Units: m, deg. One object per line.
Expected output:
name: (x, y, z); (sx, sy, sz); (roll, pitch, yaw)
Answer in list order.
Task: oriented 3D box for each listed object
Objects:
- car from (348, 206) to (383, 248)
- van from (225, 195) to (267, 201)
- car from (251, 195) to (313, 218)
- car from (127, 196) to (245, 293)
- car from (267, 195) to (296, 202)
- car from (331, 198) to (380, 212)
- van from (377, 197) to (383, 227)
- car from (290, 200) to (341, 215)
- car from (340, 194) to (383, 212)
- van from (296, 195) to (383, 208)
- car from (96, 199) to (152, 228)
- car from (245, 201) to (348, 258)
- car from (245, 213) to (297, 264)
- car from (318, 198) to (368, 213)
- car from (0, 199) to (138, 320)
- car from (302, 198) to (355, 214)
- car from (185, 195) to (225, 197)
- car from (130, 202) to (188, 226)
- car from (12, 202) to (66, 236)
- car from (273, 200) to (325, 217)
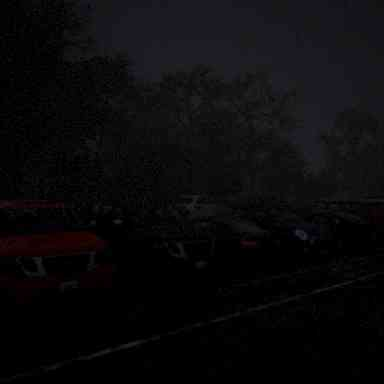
car: (5.428, 1.529, 14.405); (2.231, 1.521, 4.892); (0, 0, -36)
van: (4.129, 1.336, 29.708); (1.878, 1.987, 4.442); (0, 0, -36)
car: (8.730, 1.328, 32.821); (2.435, 2.045, 5.566); (0, 0, -36)
car: (-1.399, 1.243, 9.495); (2.435, 2.045, 5.566); (0, 0, -36)
car: (6.438, 1.321, 31.252); (2.435, 2.045, 5.566); (0, 0, -36)
car: (20.010, 1.569, 40.916); (2.231, 1.521, 4.892); (0, 0, -36)
van: (14.476, 1.348, 21.028); (1.878, 1.987, 4.442); (0, 0, -36)
car: (13.251, 1.616, 36.053); (2.163, 1.488, 4.792); (0, 0, -36)
car: (22.279, 1.306, 42.511); (2.435, 2.045, 5.566); (0, 0, -36)
van: (7.637, 1.314, 16.136); (1.878, 1.987, 4.442); (0, 0, -36)
car: (-4.853, 1.390, 23.179); (2.185, 1.767, 4.553); (0, 0, -36)
car: (3.126, 1.391, 12.805); (2.185, 1.767, 4.553); (0, 0, -36)
car: (0.865, 1.545, 11.146); (2.002, 1.452, 4.674); (0, 0, -36)
car: (17.750, 1.576, 39.301); (2.097, 1.535, 5.008); (0, 0, -36)
car: (-3.679, 1.231, 7.864); (2.435, 2.045, 5.566); (0, 0, -36)
car: (15.381, 1.578, 37.840); (1.946, 1.575, 5.366); (0, 0, -36)
car: (-0.335, 1.287, 26.408); (2.435, 2.045, 5.566); (0, 0, -36)
car: (-2.559, 1.557, 24.746); (2.163, 1.488, 4.792); (0, 0, -36)
car: (-9.241, 1.490, 19.774); (1.946, 1.575, 5.366); (0, 0, -36)
car: (10.953, 1.613, 34.481); (2.163, 1.488, 4.792); (0, 0, -36)
